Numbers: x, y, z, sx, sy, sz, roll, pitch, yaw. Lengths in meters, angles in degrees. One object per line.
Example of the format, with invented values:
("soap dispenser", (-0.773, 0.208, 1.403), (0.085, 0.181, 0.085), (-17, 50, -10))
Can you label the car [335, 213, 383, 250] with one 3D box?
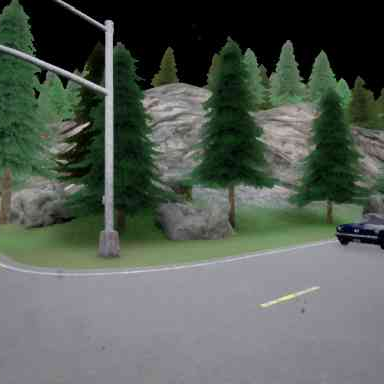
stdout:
("car", (8.198, 1.610, 14.516), (4.718, 1.301, 1.895), (0, 0, -39))
